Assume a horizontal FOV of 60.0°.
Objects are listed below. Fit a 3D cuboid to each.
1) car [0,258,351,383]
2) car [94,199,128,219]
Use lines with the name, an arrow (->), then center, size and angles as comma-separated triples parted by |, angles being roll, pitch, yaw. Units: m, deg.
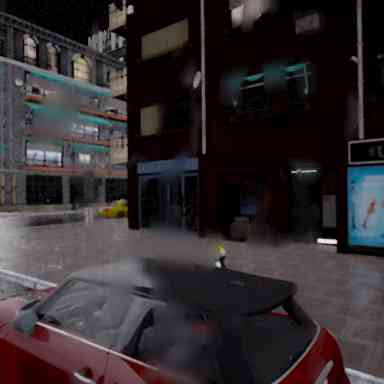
car -> -0.675, 1.432, 3.434 | 4.097, 1.590, 1.967 | 0, -1, 36
car -> -4.935, 1.213, 24.791 | 1.752, 1.417, 4.829 | 0, 0, 36
